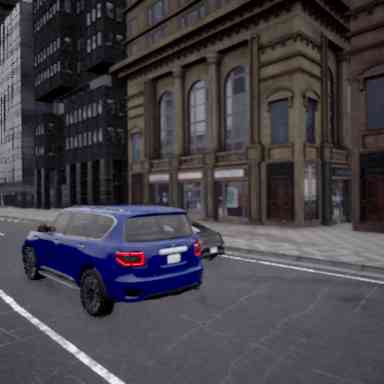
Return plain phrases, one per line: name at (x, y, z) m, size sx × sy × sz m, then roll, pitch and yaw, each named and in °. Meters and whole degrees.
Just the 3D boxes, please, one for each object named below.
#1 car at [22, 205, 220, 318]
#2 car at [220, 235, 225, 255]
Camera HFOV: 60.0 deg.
car at (-2.198, 1.319, 8.059) m, size 2.150 × 2.045 × 5.566 m, roll 0°, pitch 0°, yaw -44°
car at (-0.944, 1.625, 11.788) m, size 1.812 × 1.442 × 4.674 m, roll -1°, pitch 0°, yaw -44°
